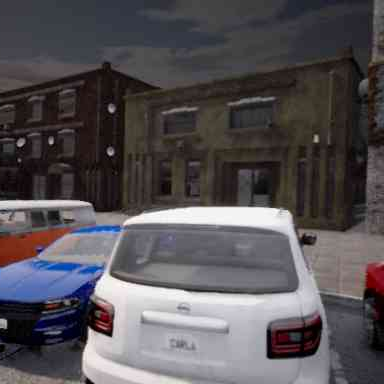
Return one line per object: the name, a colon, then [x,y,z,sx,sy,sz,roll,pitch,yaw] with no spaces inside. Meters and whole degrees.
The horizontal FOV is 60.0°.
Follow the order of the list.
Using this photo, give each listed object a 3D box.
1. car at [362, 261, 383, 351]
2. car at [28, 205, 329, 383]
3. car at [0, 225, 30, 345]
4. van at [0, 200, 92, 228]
car: [3.087,1.488,3.215,2.097,1.535,5.008,1,0,16]
car: [0.646,1.218,4.989,2.435,2.045,5.566,0,-1,15]
car: [-1.804,1.450,6.708,2.097,1.535,5.008,1,0,16]
van: [-4.278,1.203,8.342,1.878,1.987,4.442,1,0,15]
